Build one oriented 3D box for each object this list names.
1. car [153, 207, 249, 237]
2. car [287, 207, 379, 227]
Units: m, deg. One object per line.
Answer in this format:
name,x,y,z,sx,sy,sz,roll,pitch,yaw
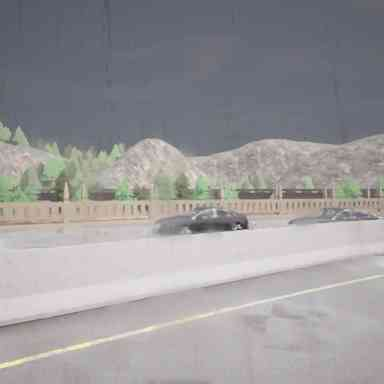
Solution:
car,0.525,1.491,16.323,4.902,1.511,2.128,0,0,-28
car,6.662,1.491,15.609,4.902,1.511,2.128,0,0,-26
